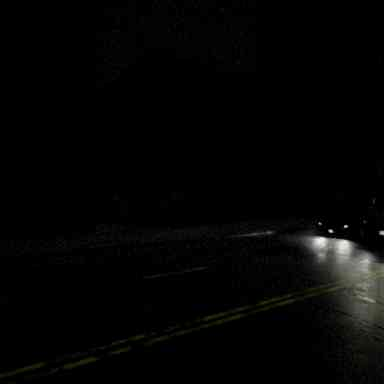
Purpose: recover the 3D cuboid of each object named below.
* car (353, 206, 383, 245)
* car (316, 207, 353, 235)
[{"bbox_3d":[9.522,1.191,14.101,5.566,2.045,2.150,0,0,-34],"label":"car"},{"bbox_3d":[8.975,1.514,17.639,5.357,1.411,2.033,0,0,-33],"label":"car"}]
